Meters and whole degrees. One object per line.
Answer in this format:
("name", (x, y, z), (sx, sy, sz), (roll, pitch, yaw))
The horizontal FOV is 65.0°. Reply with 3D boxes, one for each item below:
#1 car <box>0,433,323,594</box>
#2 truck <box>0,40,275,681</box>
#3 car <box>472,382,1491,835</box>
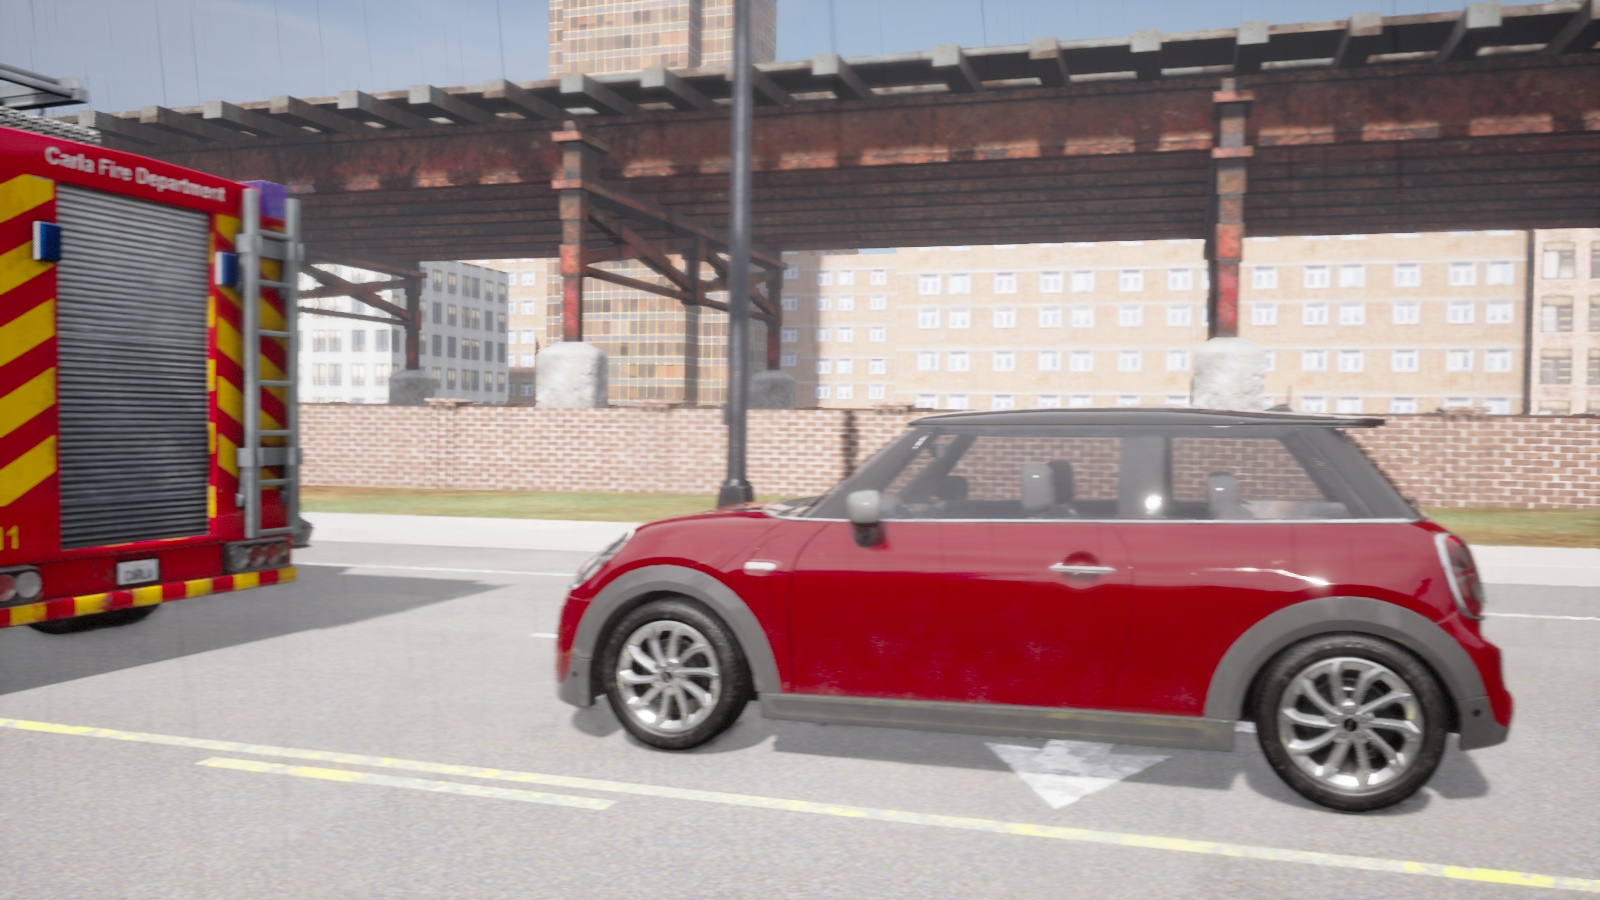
("car", (-7.938, 0.553, 13.250), (5.357, 1.411, 2.033), (1, 1, 19))
("truck", (-8.491, -0.604, 9.691), (8.468, 3.827, 2.891), (1, 1, 20))
("car", (0.844, 0.573, 6.599), (4.553, 1.767, 2.097), (1, 1, 19))
